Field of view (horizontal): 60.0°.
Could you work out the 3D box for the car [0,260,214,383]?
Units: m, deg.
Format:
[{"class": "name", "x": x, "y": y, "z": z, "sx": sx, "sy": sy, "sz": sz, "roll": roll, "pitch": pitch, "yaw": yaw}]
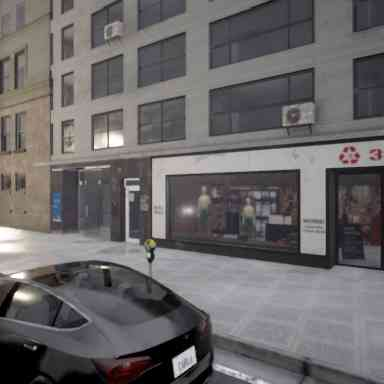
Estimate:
[{"class": "car", "x": -1.755, "y": 1.565, "z": 4.218, "sx": 4.313, "sy": 1.339, "sz": 1.947, "roll": 0, "pitch": 0, "yaw": 36}]
